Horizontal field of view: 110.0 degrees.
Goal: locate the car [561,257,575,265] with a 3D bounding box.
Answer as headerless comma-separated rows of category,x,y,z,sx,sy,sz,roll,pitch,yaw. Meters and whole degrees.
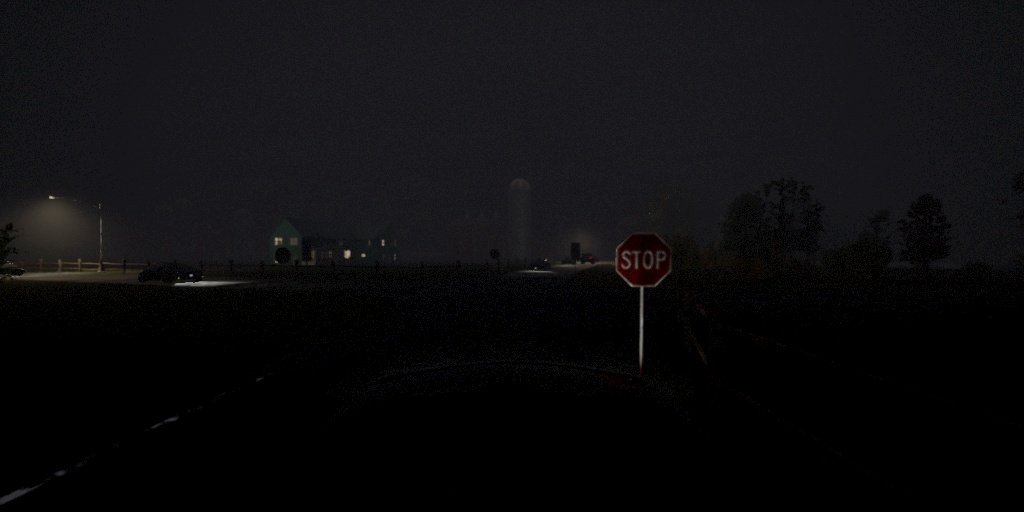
car,9.898,0.799,62.019,2.033,1.411,5.357,0,0,19

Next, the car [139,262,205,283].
car,-23.970,1.150,25.283,4.181,1.385,1.994,0,1,18

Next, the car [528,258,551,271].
car,3.411,0.953,42.536,2.033,1.411,5.357,0,1,17

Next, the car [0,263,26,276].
car,-46.940,1.123,32.628,5.357,1.411,2.033,0,1,18
